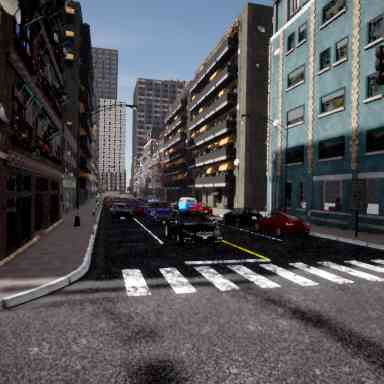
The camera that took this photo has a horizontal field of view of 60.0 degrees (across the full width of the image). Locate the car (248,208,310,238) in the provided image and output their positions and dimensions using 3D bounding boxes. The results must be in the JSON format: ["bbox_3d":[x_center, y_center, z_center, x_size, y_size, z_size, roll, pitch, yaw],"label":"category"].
[{"bbox_3d":[5.055,1.780,18.979,1.802,1.307,4.206,1,0,-15],"label":"car"}]

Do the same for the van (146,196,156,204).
[{"bbox_3d":[-8.938,1.695,72.412,1.690,1.788,3.998,1,0,-15],"label":"van"}]

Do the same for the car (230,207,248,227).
[{"bbox_3d":[3.655,1.778,24.322,1.947,1.339,4.313,1,0,-15],"label":"car"}]

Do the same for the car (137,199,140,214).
[{"bbox_3d":[-4.877,1.697,34.091,1.994,1.385,4.181,1,0,-15],"label":"car"}]

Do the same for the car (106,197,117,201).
[{"bbox_3d":[-10.052,1.658,43.584,1.887,1.381,4.507,1,0,-15],"label":"car"}]

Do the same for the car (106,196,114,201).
[{"bbox_3d":[-22.647,1.811,91.673,1.887,1.381,4.507,1,0,-15],"label":"car"}]

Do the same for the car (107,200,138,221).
[{"bbox_3d":[-5.853,1.633,27.554,1.947,1.339,4.313,1,0,-15],"label":"car"}]

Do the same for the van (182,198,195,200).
[{"bbox_3d":[-0.541,1.597,40.352,1.690,1.788,3.998,1,0,-15],"label":"van"}]

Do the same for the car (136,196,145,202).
[{"bbox_3d":[-14.538,1.975,93.783,2.008,1.369,4.403,1,0,-15],"label":"car"}]

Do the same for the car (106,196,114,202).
[{"bbox_3d":[-21.247,1.814,86.329,1.947,1.339,4.313,1,0,-15],"label":"car"}]

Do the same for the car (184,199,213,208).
[{"bbox_3d":[0.857,1.786,35.008,1.887,1.381,4.507,1,0,-15],"label":"car"}]

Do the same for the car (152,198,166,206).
[{"bbox_3d":[-6.184,1.846,61.888,1.752,1.417,4.829,1,0,-15],"label":"car"}]

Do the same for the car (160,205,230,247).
[{"bbox_3d":[-0.069,1.588,15.703,1.837,1.490,4.892,1,0,-14],"label":"car"}]

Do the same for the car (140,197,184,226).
[{"bbox_3d":[-2.347,1.459,24.440,2.097,1.767,4.553,1,0,-15],"label":"car"}]

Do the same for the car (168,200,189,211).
[{"bbox_3d":[-1.942,1.838,45.695,1.947,1.339,4.313,1,0,-15],"label":"car"}]

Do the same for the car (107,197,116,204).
[{"bbox_3d":[-17.006,1.720,70.136,1.752,1.417,4.829,1,0,-15],"label":"car"}]

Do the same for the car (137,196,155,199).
[{"bbox_3d":[-8.467,1.833,60.415,1.994,1.385,4.181,1,-1,-15],"label":"car"}]

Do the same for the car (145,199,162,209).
[{"bbox_3d":[-5.949,1.840,50.794,1.895,1.301,4.718,1,0,-15],"label":"car"}]
